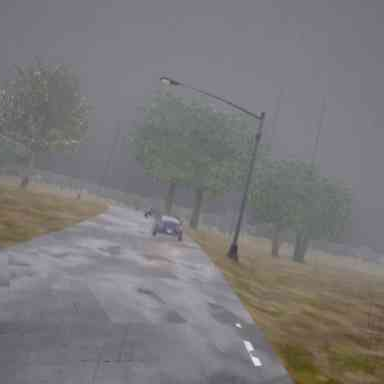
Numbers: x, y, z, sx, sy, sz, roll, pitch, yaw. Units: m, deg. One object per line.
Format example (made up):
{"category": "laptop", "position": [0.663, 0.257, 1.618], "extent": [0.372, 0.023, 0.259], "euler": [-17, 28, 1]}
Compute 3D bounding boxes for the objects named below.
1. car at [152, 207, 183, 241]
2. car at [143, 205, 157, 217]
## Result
{"category": "car", "position": [-1.588, 2.168, 21.950], "extent": [1.812, 1.442, 4.674], "euler": [13, -2, -7]}
{"category": "car", "position": [-4.760, 2.363, 39.854], "extent": [1.837, 1.490, 4.892], "euler": [13, -4, -12]}
